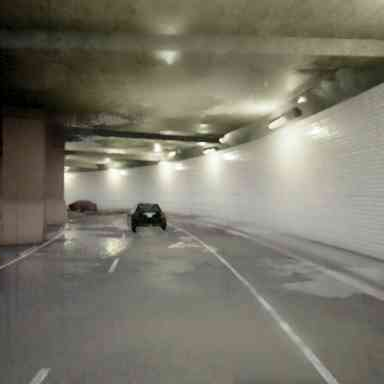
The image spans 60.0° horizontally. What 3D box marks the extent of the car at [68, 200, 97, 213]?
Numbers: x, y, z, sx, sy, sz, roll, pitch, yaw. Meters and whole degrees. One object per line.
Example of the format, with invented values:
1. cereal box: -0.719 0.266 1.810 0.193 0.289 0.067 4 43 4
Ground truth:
1. car: -12.963 1.656 39.202 1.882 1.535 5.008 0 -1 -42

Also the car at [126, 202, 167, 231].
1. car: -3.044 1.432 21.600 2.097 1.767 4.553 0 0 -15
